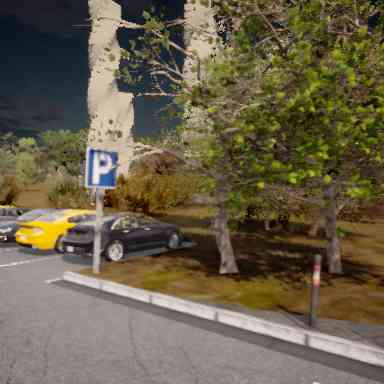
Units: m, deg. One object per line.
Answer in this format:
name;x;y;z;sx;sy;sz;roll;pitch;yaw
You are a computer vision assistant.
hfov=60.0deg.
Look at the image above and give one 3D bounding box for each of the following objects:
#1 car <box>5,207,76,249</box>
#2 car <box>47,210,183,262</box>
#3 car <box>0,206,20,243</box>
car;-4.514;1.483;13.768;2.097;1.535;5.008;0;0;36
car;-2.296;1.491;12.134;2.231;1.521;4.892;0;0;36
car;-6.724;1.474;15.409;2.231;1.521;4.892;0;0;36
